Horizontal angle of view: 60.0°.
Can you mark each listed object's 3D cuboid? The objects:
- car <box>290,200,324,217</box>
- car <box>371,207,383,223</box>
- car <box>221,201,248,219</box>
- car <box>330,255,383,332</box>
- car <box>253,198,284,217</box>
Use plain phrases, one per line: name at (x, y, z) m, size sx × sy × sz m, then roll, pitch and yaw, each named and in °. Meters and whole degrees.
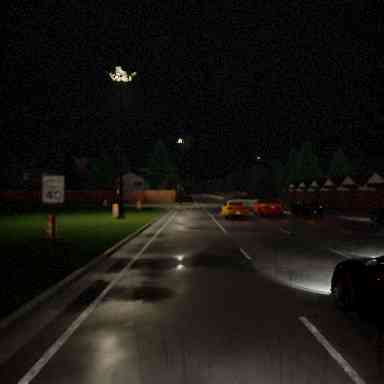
car at (10.678, 1.521, 31.285) m, size 2.128 × 1.511 × 4.902 m, roll 0°, pitch 0°, yaw 0°
car at (14.230, 1.514, 22.742) m, size 2.128 × 1.511 × 4.902 m, roll 0°, pitch 0°, yaw 0°
car at (3.690, 1.505, 29.210) m, size 1.882 × 1.535 × 5.008 m, roll 0°, pitch 0°, yaw 0°
car at (3.832, 1.569, 5.132) m, size 1.994 × 1.385 × 4.181 m, roll 0°, pitch 0°, yaw 0°
car at (7.175, 1.382, 31.702) m, size 2.097 × 1.767 × 4.553 m, roll 0°, pitch 0°, yaw 0°
